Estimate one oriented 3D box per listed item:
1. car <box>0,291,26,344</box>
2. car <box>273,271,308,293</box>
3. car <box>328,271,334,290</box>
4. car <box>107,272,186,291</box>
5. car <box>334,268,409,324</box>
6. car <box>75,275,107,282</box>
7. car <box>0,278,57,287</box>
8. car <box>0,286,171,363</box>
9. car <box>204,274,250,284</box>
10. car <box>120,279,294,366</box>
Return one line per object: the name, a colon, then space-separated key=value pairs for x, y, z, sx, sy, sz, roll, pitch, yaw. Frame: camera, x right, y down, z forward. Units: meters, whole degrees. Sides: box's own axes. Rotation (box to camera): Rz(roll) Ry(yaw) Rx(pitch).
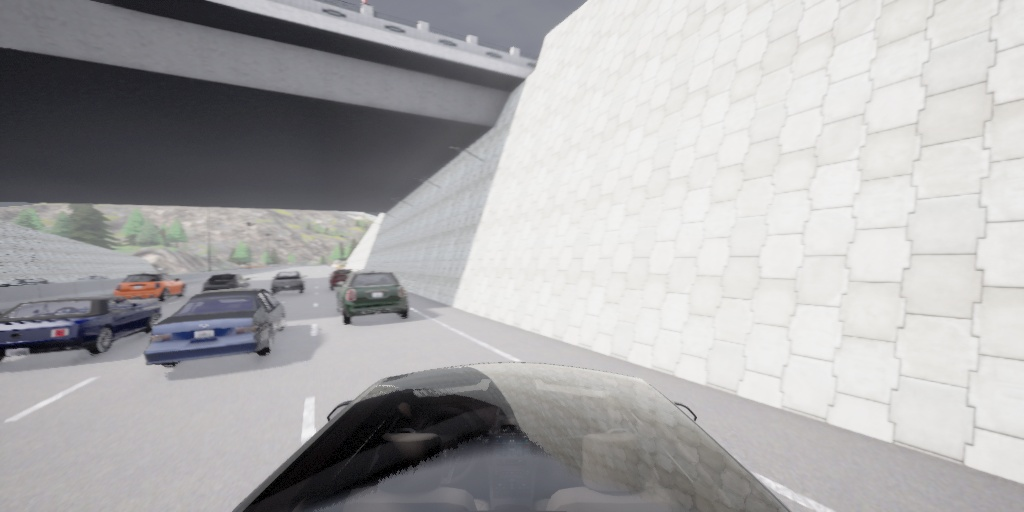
car: x=-14.570 y=1.735 z=8.493 sx=1.994 sy=1.385 sz=4.181 roll=-1 pitch=-1 yaw=-28
car: x=-15.692 y=1.813 z=25.336 sx=2.128 sy=1.511 sz=4.902 roll=-1 pitch=0 yaw=-28
car: x=-13.332 y=1.759 z=28.348 sx=1.882 sy=1.535 sz=5.008 roll=-1 pitch=0 yaw=-28
car: x=-21.704 y=1.801 z=21.728 sx=2.097 sy=1.767 sz=4.553 roll=-1 pitch=-1 yaw=-28
car: x=-5.345 y=1.322 z=13.493 sx=2.097 sy=1.767 sz=4.553 roll=-1 pitch=-1 yaw=-28
car: x=-41.111 y=2.610 z=35.368 sx=1.994 sy=1.385 sz=4.181 roll=-1 pitch=-1 yaw=-28
car: x=-43.204 y=2.675 z=31.852 sx=1.895 sy=1.301 sz=4.718 roll=-1 pitch=0 yaw=-28
car: x=-10.974 y=1.686 z=9.183 sx=1.895 sy=1.301 sz=4.718 roll=-1 pitch=0 yaw=-28
car: x=-18.794 y=1.896 z=23.719 sx=1.837 sy=1.490 sz=4.892 roll=-1 pitch=0 yaw=-28
car: x=-6.823 y=1.523 z=8.815 sx=2.033 sy=1.411 sz=5.357 roll=-1 pitch=0 yaw=-28
